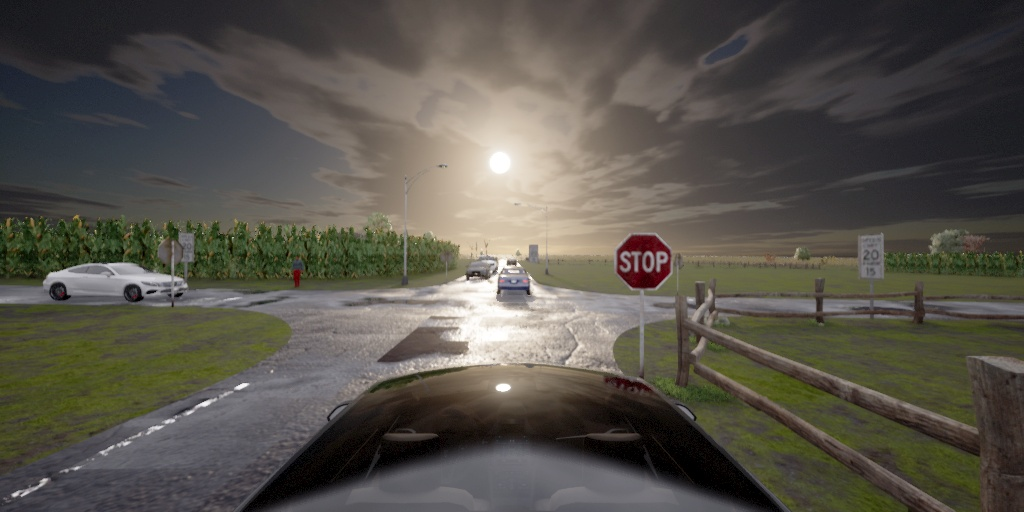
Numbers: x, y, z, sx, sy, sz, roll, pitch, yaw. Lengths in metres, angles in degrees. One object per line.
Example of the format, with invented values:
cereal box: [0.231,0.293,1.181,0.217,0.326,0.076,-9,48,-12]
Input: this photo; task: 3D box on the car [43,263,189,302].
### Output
car: [-15.718,0.998,14.310,4.674,1.442,1.812,1,0,1]

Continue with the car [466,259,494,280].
car: [-2.921,1.232,31.683,1.837,1.490,4.892,0,0,0]

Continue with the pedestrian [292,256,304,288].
pedestrian: [-12.208,0.871,20.339,0.375,1.860,0.375,0,-1,0]

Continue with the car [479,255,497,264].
car: [-2.927,0.941,41.616,2.150,2.045,5.566,0,0,0]

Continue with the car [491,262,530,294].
car: [0.085,1.307,20.728,2.033,1.411,5.357,1,1,0]
